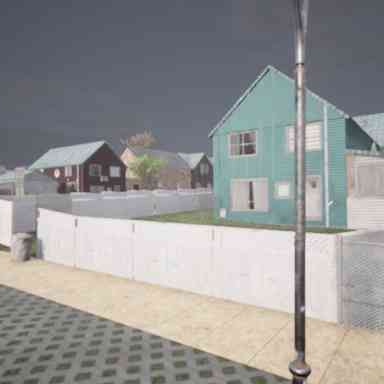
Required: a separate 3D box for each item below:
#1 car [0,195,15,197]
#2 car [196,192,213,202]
[{"bbox_3d":[-12.785,1.016,21.365,2.097,1.767,4.553,-1,1,35],"label":"car"},{"bbox_3d":[1.003,0.497,41.005,1.882,1.535,5.008,-1,1,35],"label":"car"}]
